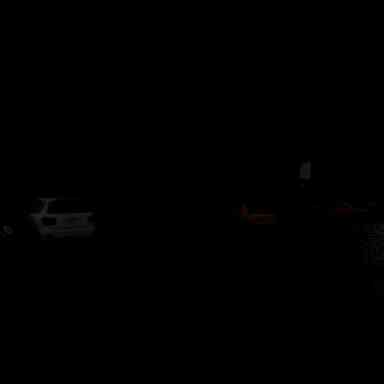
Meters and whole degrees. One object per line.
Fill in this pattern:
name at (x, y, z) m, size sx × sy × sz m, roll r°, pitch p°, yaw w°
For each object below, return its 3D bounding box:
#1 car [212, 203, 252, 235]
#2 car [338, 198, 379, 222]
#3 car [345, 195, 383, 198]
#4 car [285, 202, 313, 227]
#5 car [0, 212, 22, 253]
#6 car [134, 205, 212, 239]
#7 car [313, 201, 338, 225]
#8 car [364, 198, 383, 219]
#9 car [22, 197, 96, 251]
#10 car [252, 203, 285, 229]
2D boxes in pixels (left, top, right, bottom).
car at (0.843, 1.527, 19.365) m, size 2.163 × 1.488 × 4.792 m, roll 0°, pitch 0°, yaw -35°
car at (12.151, 1.527, 27.429) m, size 2.097 × 1.535 × 5.008 m, roll 0°, pitch 0°, yaw -35°
car at (16.697, 1.287, 30.629) m, size 2.435 × 2.045 × 5.566 m, roll 0°, pitch 0°, yaw -35°
car at (5.345, 1.539, 22.624) m, size 2.163 × 1.488 × 4.792 m, roll 0°, pitch 0°, yaw -35°
car at (-8.292, 1.358, 12.970) m, size 2.185 × 1.767 × 4.553 m, roll 0°, pitch 0°, yaw -35°
car at (-1.424, 1.522, 17.760) m, size 2.163 × 1.488 × 4.792 m, roll 0°, pitch 0°, yaw -35°
car at (7.525, 1.515, 24.140) m, size 2.097 × 1.535 × 5.008 m, roll 0°, pitch 0°, yaw -35°
car at (14.421, 1.534, 29.033) m, size 2.231 × 1.521 × 4.892 m, roll 0°, pitch 0°, yaw -35°
car at (-5.994, 1.234, 14.593) m, size 2.435 × 2.045 × 5.566 m, roll 0°, pitch 0°, yaw -35°
car at (2.987, 1.500, 21.147) m, size 1.946 × 1.575 × 5.366 m, roll 0°, pitch 0°, yaw -35°
